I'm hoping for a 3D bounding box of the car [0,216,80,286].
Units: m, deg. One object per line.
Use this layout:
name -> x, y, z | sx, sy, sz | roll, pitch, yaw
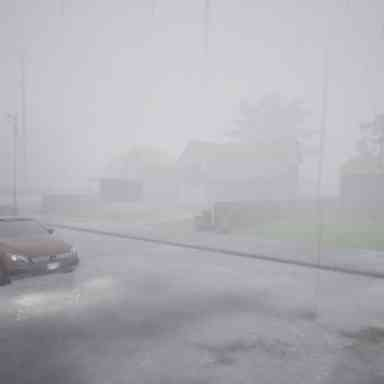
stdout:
car -> -5.012, 1.413, 9.166 | 4.674, 1.442, 1.812 | 1, 0, 39
